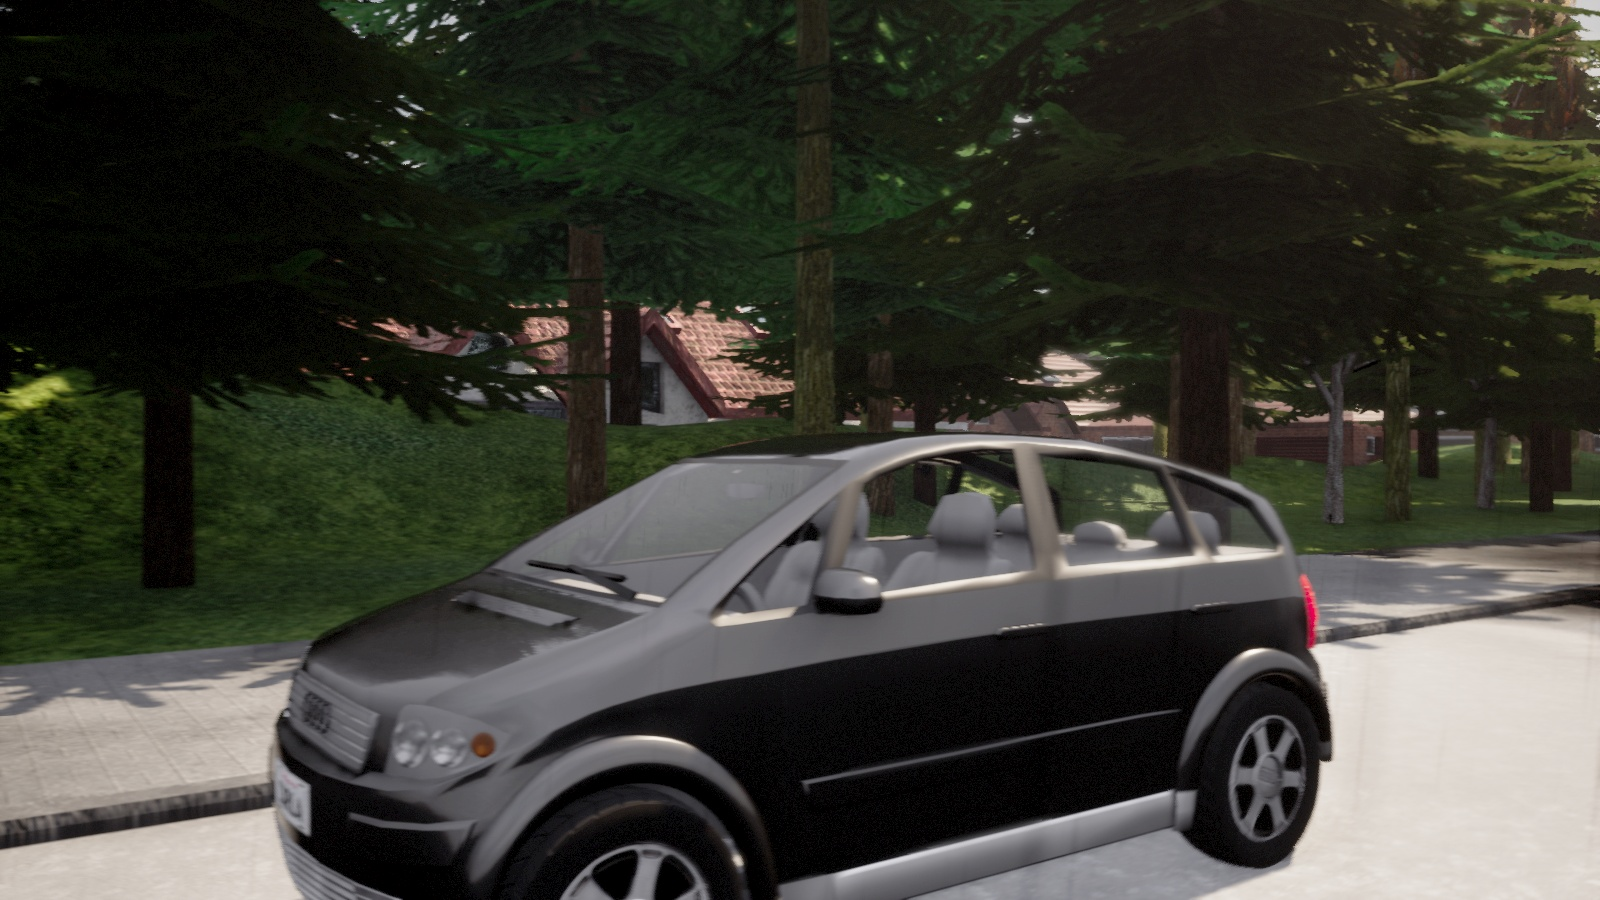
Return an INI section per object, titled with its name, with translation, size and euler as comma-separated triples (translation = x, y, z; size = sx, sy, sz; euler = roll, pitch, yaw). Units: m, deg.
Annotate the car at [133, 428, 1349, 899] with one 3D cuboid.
[car]
translation = -0.041, 0.719, 4.240
size = 3.705, 1.549, 1.789
euler = -1, 0, -35
